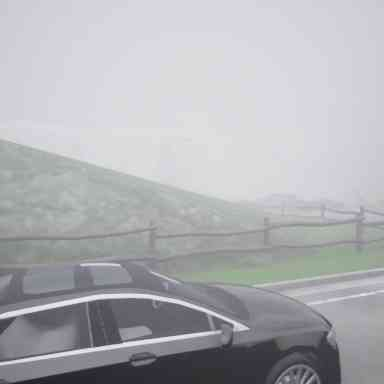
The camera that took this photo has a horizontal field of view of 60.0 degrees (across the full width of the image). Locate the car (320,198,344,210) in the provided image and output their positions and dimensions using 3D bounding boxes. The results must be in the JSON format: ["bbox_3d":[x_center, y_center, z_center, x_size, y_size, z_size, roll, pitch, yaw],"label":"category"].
[{"bbox_3d":[15.605,1.477,40.176,5.008,1.535,1.882,0,-1,43],"label":"car"}]

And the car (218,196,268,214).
[{"bbox_3d":[5.125,1.477,35.472,5.008,1.535,1.882,0,-1,40],"label":"car"}]

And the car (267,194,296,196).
[{"bbox_3d":[10.129,1.219,40.502,5.566,2.045,2.150,0,-1,39],"label":"car"}]

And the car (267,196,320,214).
[{"bbox_3d":[10.546,1.503,35.288,4.892,1.490,1.837,-1,-1,43],"label":"car"}]

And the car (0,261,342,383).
[{"bbox_3d":[-0.758,1.492,3.276,4.902,1.511,2.128,0,0,-24],"label":"car"}]

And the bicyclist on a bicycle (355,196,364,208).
[{"bbox_3d":[22.294,1.302,44.205,1.656,1.620,0.582,0,0,-44],"label":"bicyclist on a bicycle"}]

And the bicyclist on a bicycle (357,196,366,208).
[{"bbox_3d":[22.605,1.302,43.886,1.656,1.620,0.582,0,0,-44],"label":"bicyclist on a bicycle"}]

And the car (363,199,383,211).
[{"bbox_3d":[22.381,1.477,38.253,1.882,1.535,5.008,0,0,-43],"label":"car"}]
